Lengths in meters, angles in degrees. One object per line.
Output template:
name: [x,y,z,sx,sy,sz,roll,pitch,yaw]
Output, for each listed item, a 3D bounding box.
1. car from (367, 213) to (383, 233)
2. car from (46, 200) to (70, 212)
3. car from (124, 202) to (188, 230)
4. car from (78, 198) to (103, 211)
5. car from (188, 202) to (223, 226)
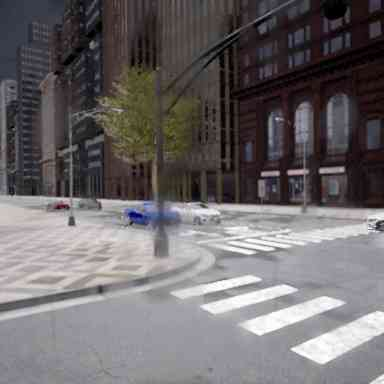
car: [11.331,1.356,16.515,4.674,1.442,1.812,-1,3,33]
car: [-16.135,1.626,40.065,1.895,1.301,4.718,-1,0,-35]
car: [-2.591,1.438,21.088,1.882,1.535,5.008,-1,1,-36]
car: [-12.468,1.474,40.510,1.837,1.490,4.892,-1,1,-35]
car: [0.132,1.434,22.870,1.812,1.442,4.674,-1,1,-36]
